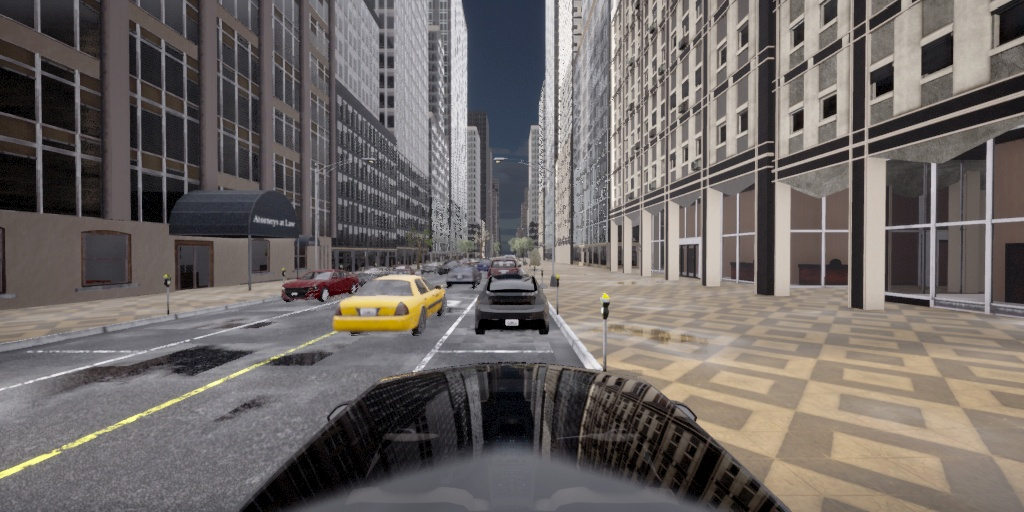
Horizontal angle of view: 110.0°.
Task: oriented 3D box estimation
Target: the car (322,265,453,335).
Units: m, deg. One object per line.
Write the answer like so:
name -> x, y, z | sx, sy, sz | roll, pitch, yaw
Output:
car -> -3.148, 1.204, 10.406 | 1.801, 1.575, 5.366 | 0, 0, 0

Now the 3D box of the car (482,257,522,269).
car -> -0.457, 1.061, 22.523 | 2.192, 1.841, 5.009 | 0, 0, 0

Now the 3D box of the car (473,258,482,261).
car -> -3.060, 1.094, 43.244 | 2.097, 1.767, 4.553 | 0, 0, 0

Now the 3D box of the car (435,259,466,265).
car -> -6.232, 1.249, 36.755 | 1.837, 1.490, 4.892 | 0, 0, 0

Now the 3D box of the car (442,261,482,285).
car -> -3.078, 1.294, 23.718 | 2.033, 1.411, 5.357 | 0, 0, 0

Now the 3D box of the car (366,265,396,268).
car -> -8.838, 1.297, 22.523 | 2.007, 1.370, 4.403 | 0, 0, 0

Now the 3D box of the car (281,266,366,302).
car -> -8.837, 1.292, 16.839 | 1.888, 1.381, 4.507 | 0, 0, 0

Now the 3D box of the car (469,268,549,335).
car -> -0.001, 1.252, 10.501 | 1.837, 1.490, 4.892 | 0, 0, 0

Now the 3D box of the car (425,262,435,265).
car -> -8.837, 1.294, 39.574 | 2.007, 1.370, 4.403 | 0, 0, 0

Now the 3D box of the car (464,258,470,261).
car -> -8.837, 1.320, 62.308 | 1.802, 1.307, 4.207 | 0, 0, 0
